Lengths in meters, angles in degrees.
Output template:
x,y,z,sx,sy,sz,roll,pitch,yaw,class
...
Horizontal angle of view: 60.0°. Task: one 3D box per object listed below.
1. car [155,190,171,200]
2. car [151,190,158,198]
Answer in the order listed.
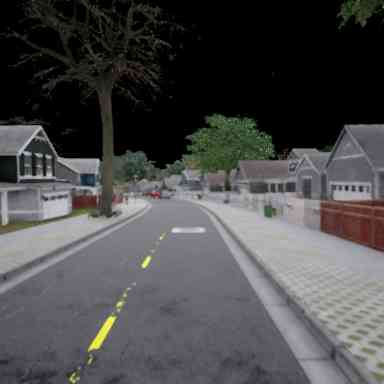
x,y,z,sx,sy,sz,roll,pitch,yaw,class
-5.869,0.888,71.332,2.033,1.411,5.357,-1,0,-15,car
-8.648,0.512,81.519,2.150,2.045,5.566,-1,0,-17,car
